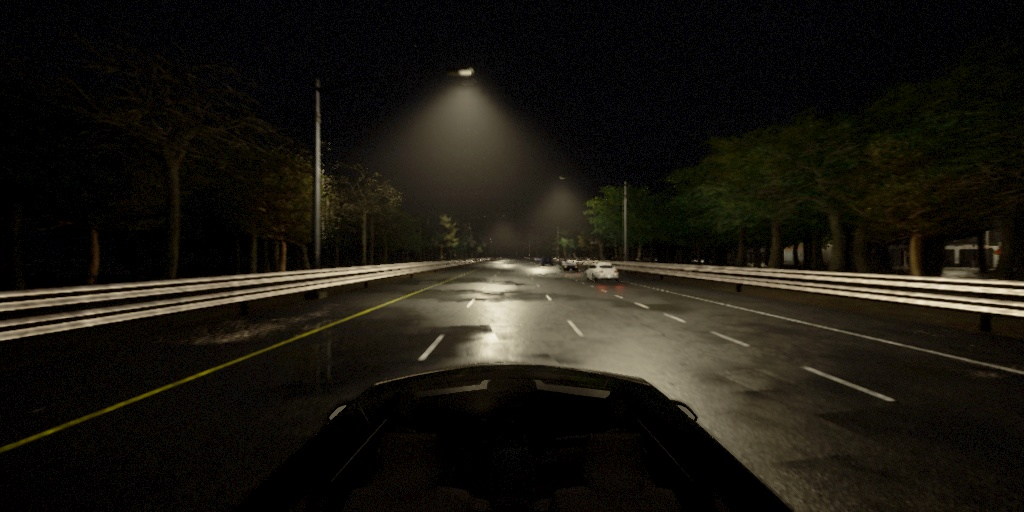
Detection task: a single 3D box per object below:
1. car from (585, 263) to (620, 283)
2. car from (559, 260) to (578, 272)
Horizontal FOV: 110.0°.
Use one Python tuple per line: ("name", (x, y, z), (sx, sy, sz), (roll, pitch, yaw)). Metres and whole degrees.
("car", (7.029, 1.286, 28.257), (1.812, 1.442, 4.674), (0, 0, 0))
("car", (7.080, 1.365, 45.364), (1.895, 1.301, 4.718), (0, 0, 0))
